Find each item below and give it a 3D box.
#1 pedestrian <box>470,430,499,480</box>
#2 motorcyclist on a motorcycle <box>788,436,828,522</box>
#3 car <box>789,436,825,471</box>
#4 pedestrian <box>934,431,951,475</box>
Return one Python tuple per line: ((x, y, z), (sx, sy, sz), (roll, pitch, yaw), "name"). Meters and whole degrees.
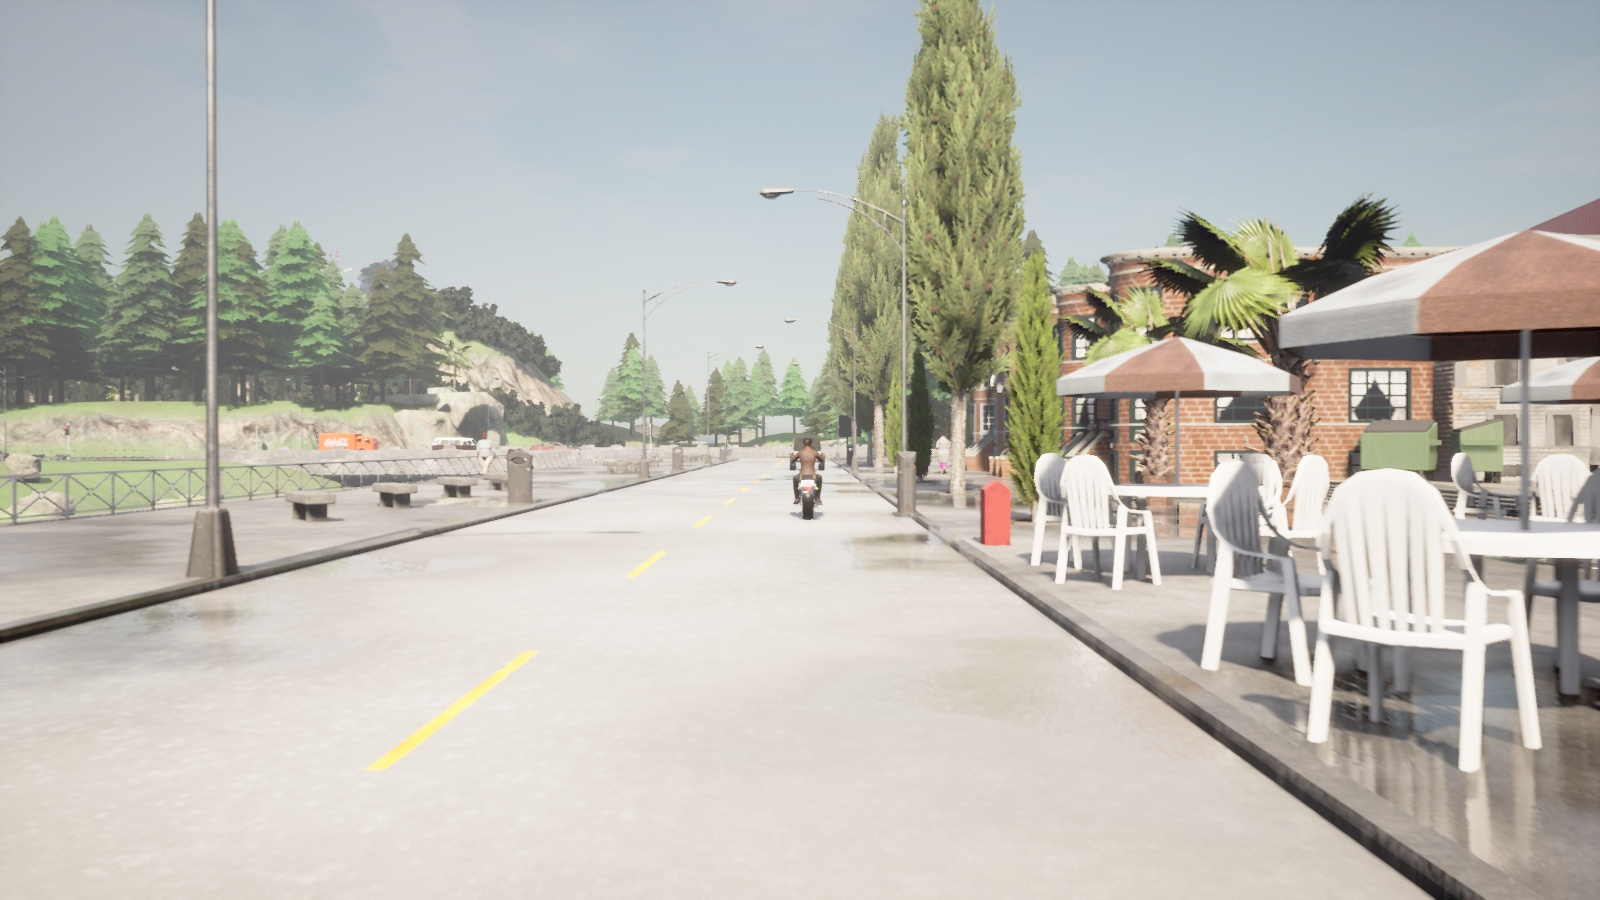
((-11.828, 0.179, 47.061), (0.874, 1.855, 0.900), (0, 0, -2), "pedestrian")
((0.156, 0.554, 25.376), (0.766, 1.649, 2.350), (0, 0, 0), "motorcyclist on a motorcycle")
((0.398, 0.153, 69.231), (1.905, 1.878, 3.866), (0, 0, 0), "car")
((6.426, 0.143, 56.493), (0.659, 1.952, 0.873), (0, 0, 0), "pedestrian")
